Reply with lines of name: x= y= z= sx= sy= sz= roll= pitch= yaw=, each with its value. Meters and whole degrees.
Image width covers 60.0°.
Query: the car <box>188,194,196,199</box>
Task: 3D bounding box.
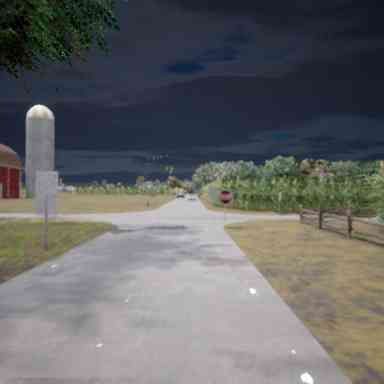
car: x=0.001 y=1.148 z=86.621 sx=2.033 sy=1.411 sz=5.357 roll=0 pitch=0 yaw=0

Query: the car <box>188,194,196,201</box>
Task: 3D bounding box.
car: x=0.001 y=1.396 z=76.644 sx=1.895 sy=1.301 sz=4.718 roll=0 pitch=0 yaw=0

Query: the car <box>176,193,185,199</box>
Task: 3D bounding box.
car: x=-2.749 y=0.888 z=80.790 sx=1.882 sy=1.535 sz=5.008 roll=0 pitch=0 yaw=0
